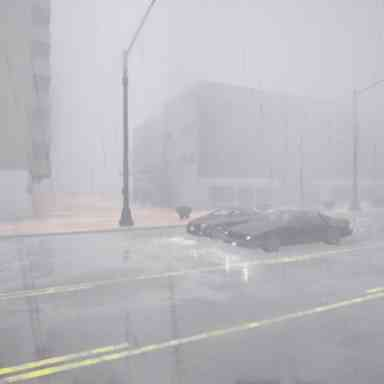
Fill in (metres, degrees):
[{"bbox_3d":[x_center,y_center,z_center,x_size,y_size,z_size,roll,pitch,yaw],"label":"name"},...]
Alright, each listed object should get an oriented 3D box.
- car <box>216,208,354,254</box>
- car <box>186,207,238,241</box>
[{"bbox_3d":[3.873,1.415,13.037,5.357,1.411,2.033,-1,1,-26],"label":"car"},{"bbox_3d":[1.809,1.436,15.921,4.181,1.385,1.994,-1,1,-26],"label":"car"}]
